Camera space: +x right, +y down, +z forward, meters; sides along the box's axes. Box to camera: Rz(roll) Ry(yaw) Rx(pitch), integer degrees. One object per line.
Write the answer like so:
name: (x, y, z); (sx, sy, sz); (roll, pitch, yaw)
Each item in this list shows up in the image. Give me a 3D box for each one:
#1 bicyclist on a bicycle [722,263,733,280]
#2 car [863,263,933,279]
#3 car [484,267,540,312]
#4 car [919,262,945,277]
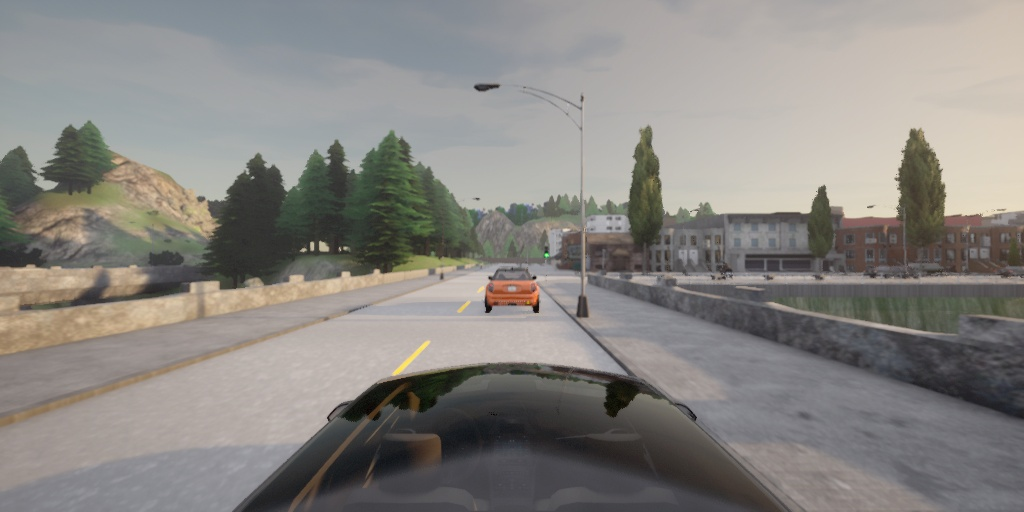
bicyclist on a bicycle: (20.113, 1.449, 33.564); (0.582, 1.620, 1.656); (0, -1, 0)
car: (40.308, 1.695, 37.863); (5.357, 1.411, 2.033); (0, -1, 0)
car: (0.021, 1.250, 15.257); (2.097, 1.767, 4.553); (0, -1, 0)
car: (47.412, 1.543, 41.899); (4.553, 1.767, 2.097); (0, -1, 0)
